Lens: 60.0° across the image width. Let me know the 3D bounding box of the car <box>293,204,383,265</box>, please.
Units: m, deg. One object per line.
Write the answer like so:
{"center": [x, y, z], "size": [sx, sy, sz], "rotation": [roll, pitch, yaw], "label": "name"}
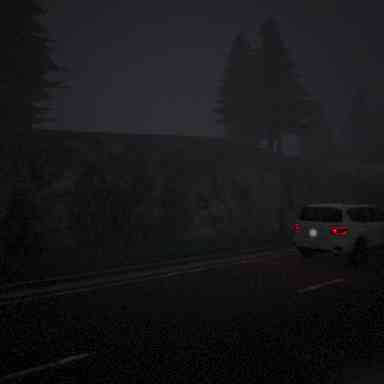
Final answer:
{"center": [6.219, 1.464, 12.928], "size": [5.566, 2.045, 2.150], "rotation": [1, -1, -38], "label": "car"}
